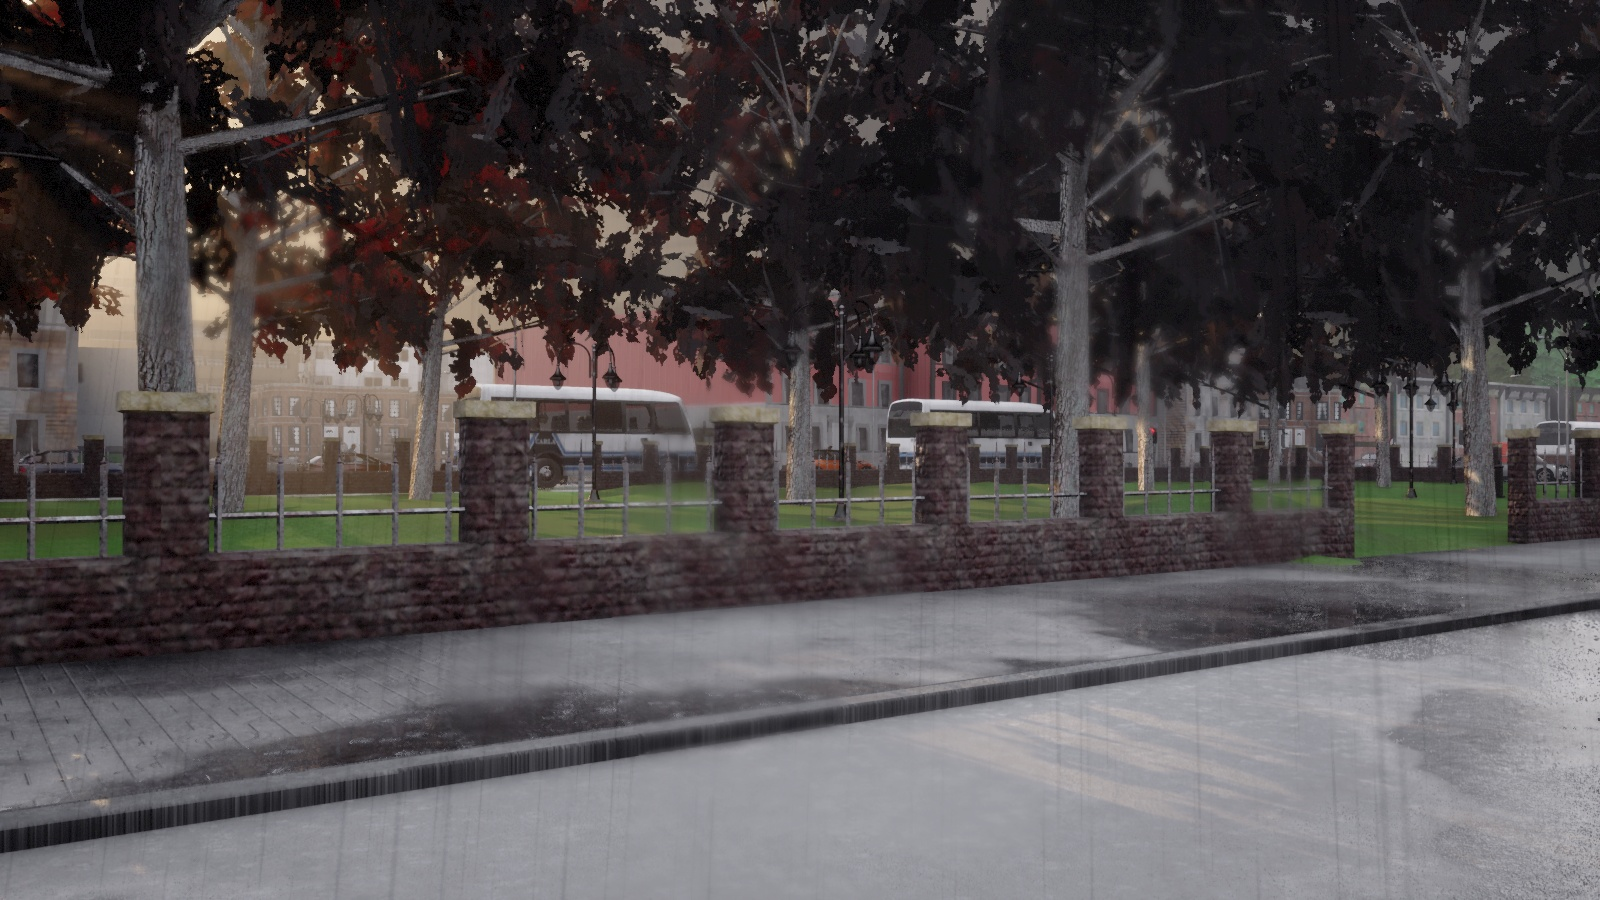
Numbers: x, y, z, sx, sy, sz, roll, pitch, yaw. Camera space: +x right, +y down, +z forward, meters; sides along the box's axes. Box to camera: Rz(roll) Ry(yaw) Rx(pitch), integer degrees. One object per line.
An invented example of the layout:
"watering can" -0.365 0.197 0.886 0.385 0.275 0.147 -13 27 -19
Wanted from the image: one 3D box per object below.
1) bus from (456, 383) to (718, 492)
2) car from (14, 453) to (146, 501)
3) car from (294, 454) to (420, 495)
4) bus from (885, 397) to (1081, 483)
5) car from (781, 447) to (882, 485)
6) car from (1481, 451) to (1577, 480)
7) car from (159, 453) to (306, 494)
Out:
"bus" -8.897 -0.482 53.337 10.273 4.253 3.944 0 0 -35
"car" -24.353 0.876 42.508 3.705 1.549 1.789 0 0 -35
"car" -16.821 0.911 47.789 4.193 1.474 1.816 0 0 -35
"bus" 9.780 -0.490 66.470 10.273 4.253 3.944 0 0 -34
"car" 1.542 0.748 60.656 4.553 1.767 2.097 0 0 -35
"car" 37.564 0.789 64.729 1.970 1.475 3.806 0 0 -37
"car" -22.097 0.868 48.977 4.902 1.511 2.128 0 0 -35
